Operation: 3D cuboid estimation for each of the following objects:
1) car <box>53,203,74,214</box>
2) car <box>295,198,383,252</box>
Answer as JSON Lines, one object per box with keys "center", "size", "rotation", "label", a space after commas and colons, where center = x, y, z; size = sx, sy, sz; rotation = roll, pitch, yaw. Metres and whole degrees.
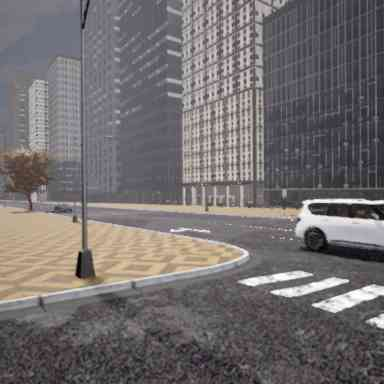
{"center": [-19.018, 2.391, 49.067], "size": [2.033, 1.411, 5.357], "rotation": [-1, -1, -35], "label": "car"}
{"center": [6.470, 1.269, 12.222], "size": [2.150, 2.045, 5.566], "rotation": [-1, 0, -35], "label": "car"}
